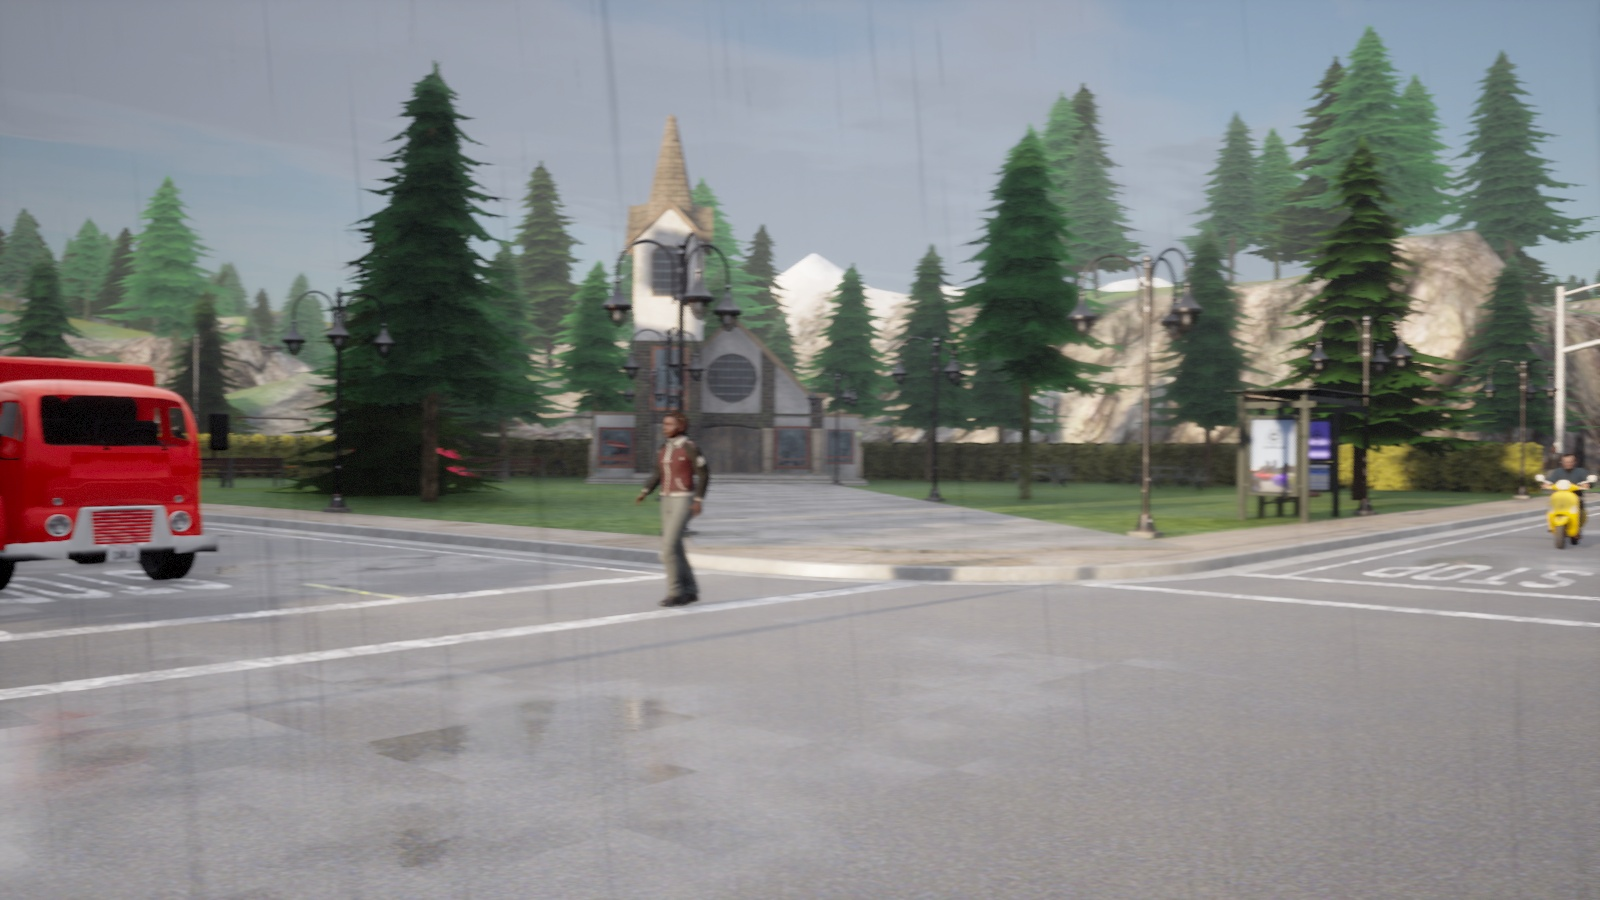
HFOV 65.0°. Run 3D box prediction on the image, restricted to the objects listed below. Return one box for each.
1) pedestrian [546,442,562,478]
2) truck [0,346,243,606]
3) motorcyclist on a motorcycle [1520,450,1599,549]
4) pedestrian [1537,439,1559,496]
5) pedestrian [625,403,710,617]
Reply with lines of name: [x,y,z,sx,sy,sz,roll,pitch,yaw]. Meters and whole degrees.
pedestrian: [-12.354,0.498,63.099,0.709,1.840,0.431,0,0,1]
truck: [-8.898,0.249,14.368,5.204,2.467,2.627,0,0,41]
motorcyclist on a motorcycle: [12.867,0.800,21.246,0.866,1.590,1.817,0,0,40]
pedestrian: [25.015,0.592,41.990,0.563,1.883,0.849,0,0,37]
pedestrian: [-1.233,0.541,11.714,0.666,1.930,0.402,0,0,-43]
